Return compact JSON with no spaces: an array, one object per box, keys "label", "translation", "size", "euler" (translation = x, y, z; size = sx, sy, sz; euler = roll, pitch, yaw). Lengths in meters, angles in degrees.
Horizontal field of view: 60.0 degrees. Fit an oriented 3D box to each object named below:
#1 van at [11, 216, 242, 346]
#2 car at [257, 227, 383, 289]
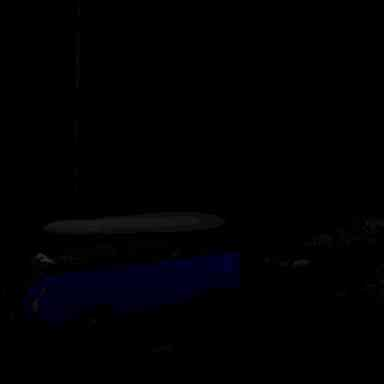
[{"label":"van","translation":[-0.917,1.368,6.098],"size":[3.998,1.788,1.690],"euler":[1,0,-35]},{"label":"car","translation":[3.700,1.666,9.390],"size":[4.206,1.307,1.802],"euler":[1,0,-35]}]
